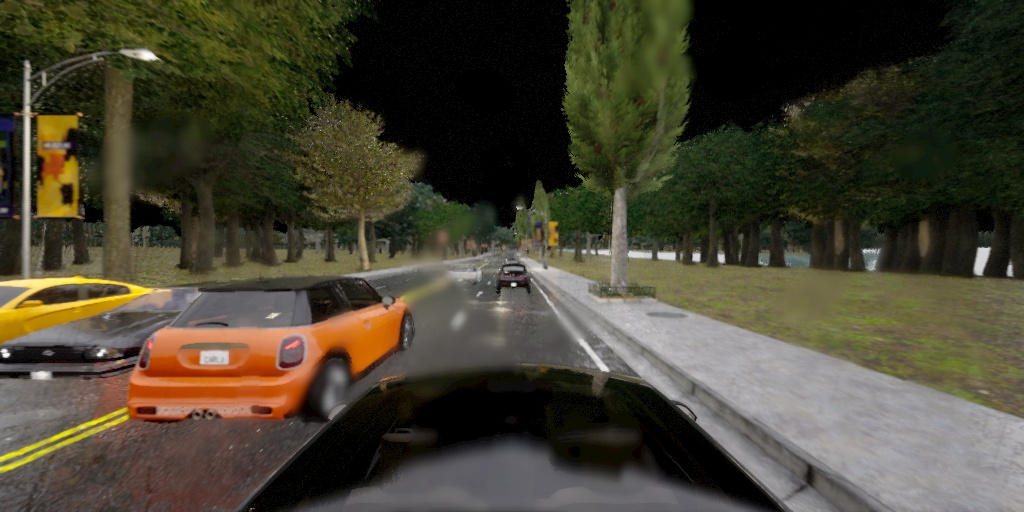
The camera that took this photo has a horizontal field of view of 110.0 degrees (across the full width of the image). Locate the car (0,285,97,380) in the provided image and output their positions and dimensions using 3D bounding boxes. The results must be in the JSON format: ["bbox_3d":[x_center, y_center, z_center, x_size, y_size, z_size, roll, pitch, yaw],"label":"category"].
[{"bbox_3d":[-6.605,1.284,7.683,2.033,1.411,5.357,0,0,0],"label":"car"}]

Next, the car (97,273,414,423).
[{"bbox_3d":[-3.153,1.092,5.926,2.097,1.767,4.553,0,0,0],"label":"car"}]

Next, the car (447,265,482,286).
[{"bbox_3d":[-3.165,1.285,24.835,1.895,1.301,4.718,0,0,0],"label":"car"}]

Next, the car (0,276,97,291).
[{"bbox_3d":[-9.854,1.217,7.334,1.882,1.535,5.008,0,0,0],"label":"car"}]

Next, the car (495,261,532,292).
[{"bbox_3d":[0.087,1.202,20.605,1.837,1.490,4.892,0,0,0],"label":"car"}]
